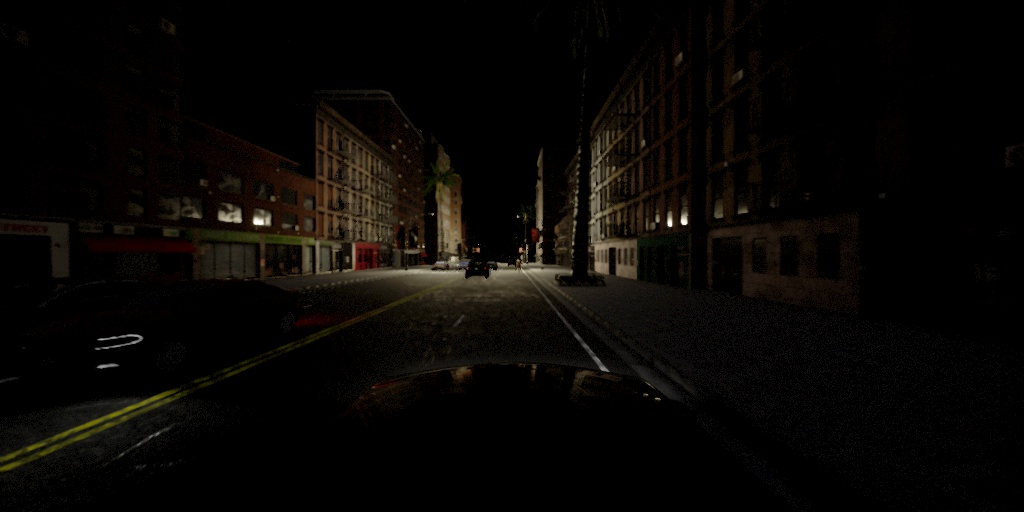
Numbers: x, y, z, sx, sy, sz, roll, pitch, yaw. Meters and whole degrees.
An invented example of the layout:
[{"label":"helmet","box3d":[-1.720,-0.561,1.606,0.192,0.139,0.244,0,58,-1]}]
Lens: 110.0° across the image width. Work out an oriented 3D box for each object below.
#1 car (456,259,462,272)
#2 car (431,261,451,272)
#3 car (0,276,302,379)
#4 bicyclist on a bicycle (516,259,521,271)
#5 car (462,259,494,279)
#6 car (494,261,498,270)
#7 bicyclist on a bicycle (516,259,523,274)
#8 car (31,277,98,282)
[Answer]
[{"label":"car","box3d":[-6.575,1.236,50.229,2.097,1.767,4.553,0,0,0]},{"label":"car","box3d":[-9.823,1.431,50.031,2.033,1.411,5.357,0,0,0]},{"label":"car","box3d":[-6.602,1.228,7.590,1.882,1.535,5.008,0,0,0]},{"label":"bicyclist on a bicycle","box3d":[0.885,1.264,51.894,0.659,1.776,1.843,0,0,0]},{"label":"car","box3d":[-3.155,1.161,34.098,2.097,1.767,4.553,0,0,0]},{"label":"car","box3d":[-3.160,1.474,55.163,1.994,1.385,4.181,0,0,0]},{"label":"bicyclist on a bicycle","box3d":[0.875,1.285,42.977,0.866,1.612,1.509,0,0,0]},{"label":"car","box3d":[-9.851,1.242,7.904,2.128,1.511,4.902,0,0,0]}]
